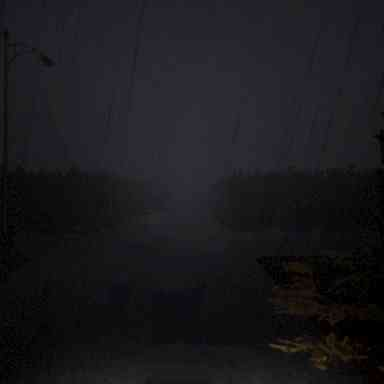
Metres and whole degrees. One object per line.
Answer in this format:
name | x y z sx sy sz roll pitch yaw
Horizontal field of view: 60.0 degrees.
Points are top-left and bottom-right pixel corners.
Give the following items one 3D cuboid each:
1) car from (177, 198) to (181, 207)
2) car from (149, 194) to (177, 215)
car | -3.076 1.825 59.952 1.812 1.442 4.674 0 -1 0
car | -3.087 1.296 34.699 2.150 2.045 5.566 0 1 0
